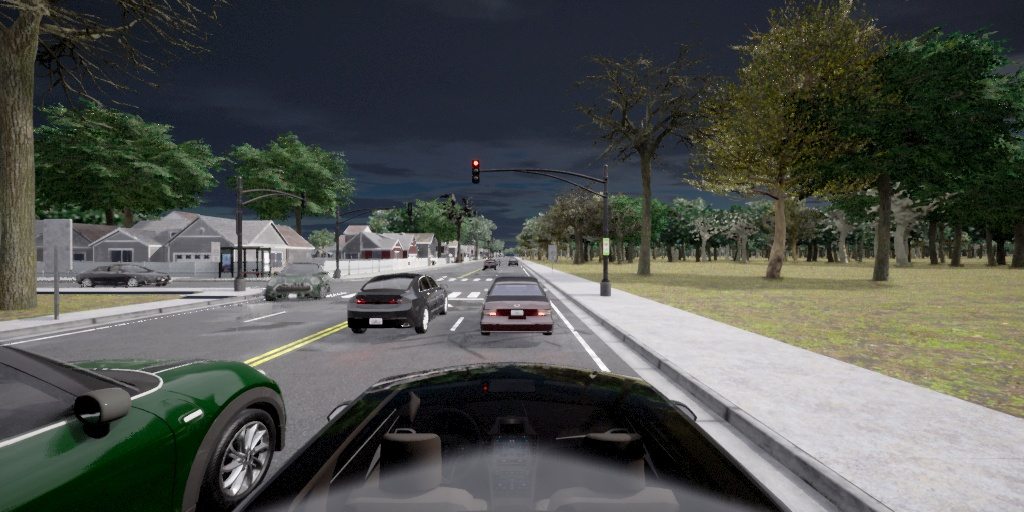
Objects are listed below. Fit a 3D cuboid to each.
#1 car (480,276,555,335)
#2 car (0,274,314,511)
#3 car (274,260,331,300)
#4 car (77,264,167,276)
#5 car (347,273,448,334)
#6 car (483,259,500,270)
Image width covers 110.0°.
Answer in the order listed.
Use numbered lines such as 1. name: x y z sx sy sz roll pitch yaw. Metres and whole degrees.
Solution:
1. car: 0.119 1.297 10.421 2.033 1.411 5.357 0 0 0
2. car: -3.148 1.102 1.476 2.097 1.767 4.553 0 0 0
3. car: -10.058 1.101 17.230 2.097 1.767 4.553 -1 0 -21
4. car: -24.728 1.289 22.937 4.892 1.490 1.837 0 0 0
5. car: -3.138 1.254 10.674 1.837 1.490 4.892 0 0 0
6. car: -3.038 1.240 51.285 1.837 1.490 4.892 0 -1 0
